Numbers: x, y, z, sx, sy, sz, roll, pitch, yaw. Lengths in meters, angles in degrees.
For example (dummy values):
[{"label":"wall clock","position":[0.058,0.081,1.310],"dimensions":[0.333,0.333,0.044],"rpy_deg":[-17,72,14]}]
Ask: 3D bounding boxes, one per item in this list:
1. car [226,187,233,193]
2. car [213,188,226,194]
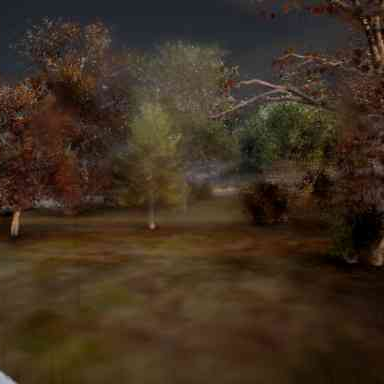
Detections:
[{"label":"car","position":[10.557,-0.630,91.284],"dimensions":[5.366,1.575,1.946],"rpy_deg":[-4,1,-23]},{"label":"car","position":[5.498,-0.275,89.092],"dimensions":[5.366,1.575,1.946],"rpy_deg":[-4,1,-23]}]
